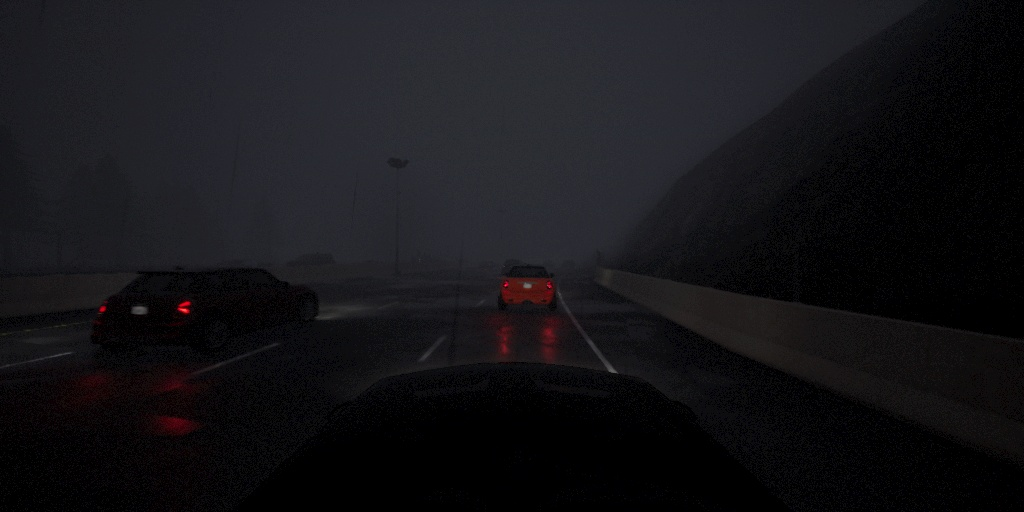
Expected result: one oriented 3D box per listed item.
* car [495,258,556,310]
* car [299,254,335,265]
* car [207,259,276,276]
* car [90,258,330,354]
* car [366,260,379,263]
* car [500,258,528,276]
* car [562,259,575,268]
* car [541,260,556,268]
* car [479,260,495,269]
[{"bbox_3d":[0.717,1.108,15.031,2.097,1.767,4.553,1,0,4],"label":"car"},{"bbox_3d":[-21.351,0.756,38.266,2.150,2.045,5.566,1,0,11],"label":"car"},{"bbox_3d":[-25.589,1.040,34.212,2.033,1.411,5.357,1,0,9],"label":"car"},{"bbox_3d":[-6.825,1.033,8.778,2.097,1.767,4.553,1,0,2],"label":"car"},{"bbox_3d":[-17.022,1.179,42.339,1.895,1.301,4.718,1,0,12],"label":"car"},{"bbox_3d":[0.318,1.105,38.142,2.097,1.767,4.553,1,0,11],"label":"car"},{"bbox_3d":[9.984,1.340,63.215,2.128,1.511,4.902,1,0,15],"label":"car"},{"bbox_3d":[6.467,1.377,63.583,1.994,1.385,4.181,1,0,15],"label":"car"},{"bbox_3d":[-3.436,1.315,54.962,1.895,1.301,4.718,1,0,16],"label":"car"}]
